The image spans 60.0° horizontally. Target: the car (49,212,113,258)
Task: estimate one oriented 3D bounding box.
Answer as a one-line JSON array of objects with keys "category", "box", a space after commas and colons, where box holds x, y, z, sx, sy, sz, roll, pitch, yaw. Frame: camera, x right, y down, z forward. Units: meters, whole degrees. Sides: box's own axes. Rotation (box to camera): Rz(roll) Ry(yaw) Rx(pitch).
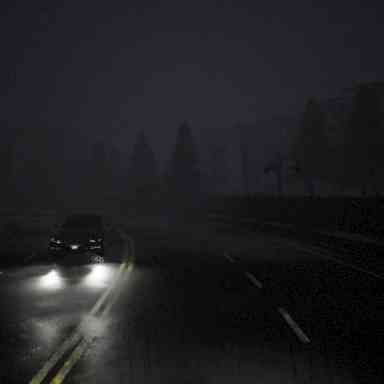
[{"category": "car", "box": [-4.286, 1.598, 13.339, 1.837, 1.490, 4.892, 0, -1, -10]}]
